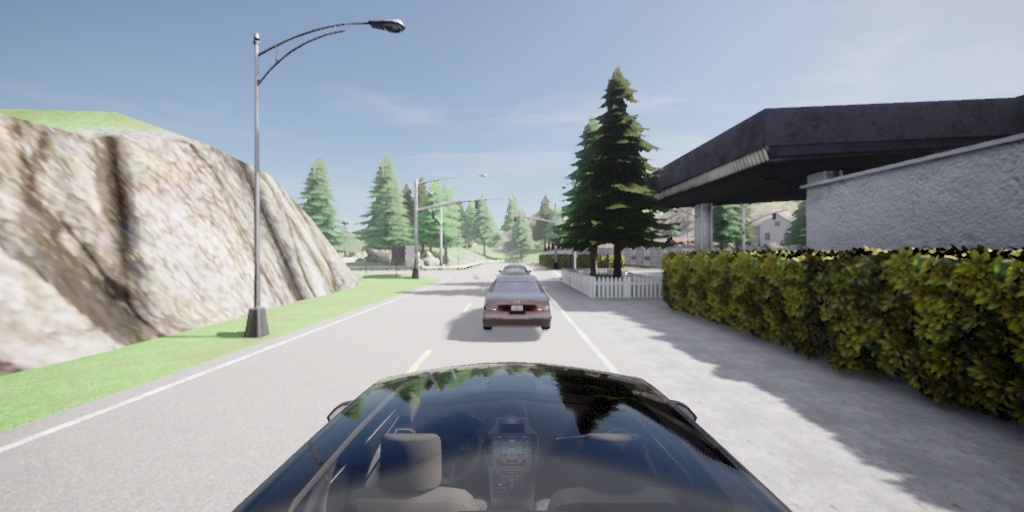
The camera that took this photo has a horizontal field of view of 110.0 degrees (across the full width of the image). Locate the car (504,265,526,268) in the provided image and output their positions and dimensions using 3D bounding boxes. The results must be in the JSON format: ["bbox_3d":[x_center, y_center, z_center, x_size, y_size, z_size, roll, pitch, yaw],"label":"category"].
[{"bbox_3d":[0.173,1.222,20.559,1.812,1.442,4.674,0,0,0],"label":"car"}]

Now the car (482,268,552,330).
[{"bbox_3d":[0.132,1.271,10.973,2.033,1.411,5.357,0,0,0],"label":"car"}]
